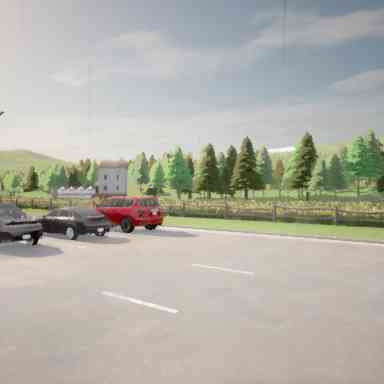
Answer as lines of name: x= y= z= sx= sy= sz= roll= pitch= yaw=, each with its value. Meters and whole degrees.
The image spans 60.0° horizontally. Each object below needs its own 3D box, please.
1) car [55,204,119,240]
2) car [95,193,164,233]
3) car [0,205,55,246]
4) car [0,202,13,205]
car: x=-6.236 y=1.516 z=16.916 sx=4.892 sy=1.490 sz=1.837 roll=0 pitch=0 yaw=36
car: x=-4.228 y=1.257 z=19.783 sx=5.566 sy=2.045 sz=2.150 roll=0 pitch=0 yaw=36
car: x=-8.269 y=1.495 z=14.066 sx=4.902 sy=1.511 sz=2.128 roll=0 pitch=0 yaw=36
car: x=-16.415 y=1.572 z=28.476 sx=4.181 sy=1.385 sz=1.994 roll=0 pitch=0 yaw=36
